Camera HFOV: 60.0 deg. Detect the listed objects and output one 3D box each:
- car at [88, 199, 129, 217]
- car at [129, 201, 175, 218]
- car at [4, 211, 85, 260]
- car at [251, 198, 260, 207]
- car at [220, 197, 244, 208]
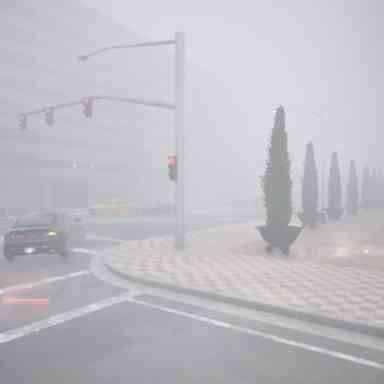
[{"bbox_3d":[-7.127,1.413,30.317,1.882,1.535,5.008,0,0,36],"label":"car"},{"bbox_3d":[-3.074,1.538,29.965,1.895,1.301,4.718,0,0,36],"label":"car"},{"bbox_3d":[-5.318,1.464,12.322,1.837,1.490,4.892,-3,1,-11],"label":"car"},{"bbox_3d":[10.367,1.413,48.395,1.882,1.535,5.008,0,0,37],"label":"car"},{"bbox_3d":[5.938,1.460,48.285,1.812,1.442,4.674,0,0,36],"label":"car"}]
